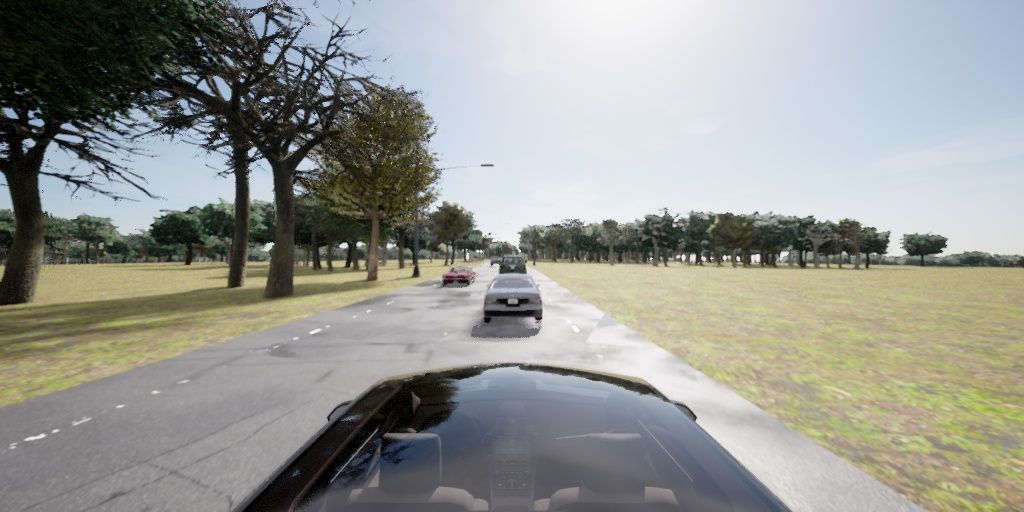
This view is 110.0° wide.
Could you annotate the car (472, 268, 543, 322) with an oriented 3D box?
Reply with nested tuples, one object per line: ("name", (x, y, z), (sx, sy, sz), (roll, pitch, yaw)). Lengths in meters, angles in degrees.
("car", (0.045, 1.305, 12.325), (2.033, 1.411, 5.357), (-1, 0, 0))

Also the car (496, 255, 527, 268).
("car", (0.078, 0.963, 29.956), (2.150, 2.045, 5.566), (0, 0, 1))

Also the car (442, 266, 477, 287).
("car", (-3.606, 1.354, 25.017), (1.895, 1.301, 4.718), (0, 0, 0))
